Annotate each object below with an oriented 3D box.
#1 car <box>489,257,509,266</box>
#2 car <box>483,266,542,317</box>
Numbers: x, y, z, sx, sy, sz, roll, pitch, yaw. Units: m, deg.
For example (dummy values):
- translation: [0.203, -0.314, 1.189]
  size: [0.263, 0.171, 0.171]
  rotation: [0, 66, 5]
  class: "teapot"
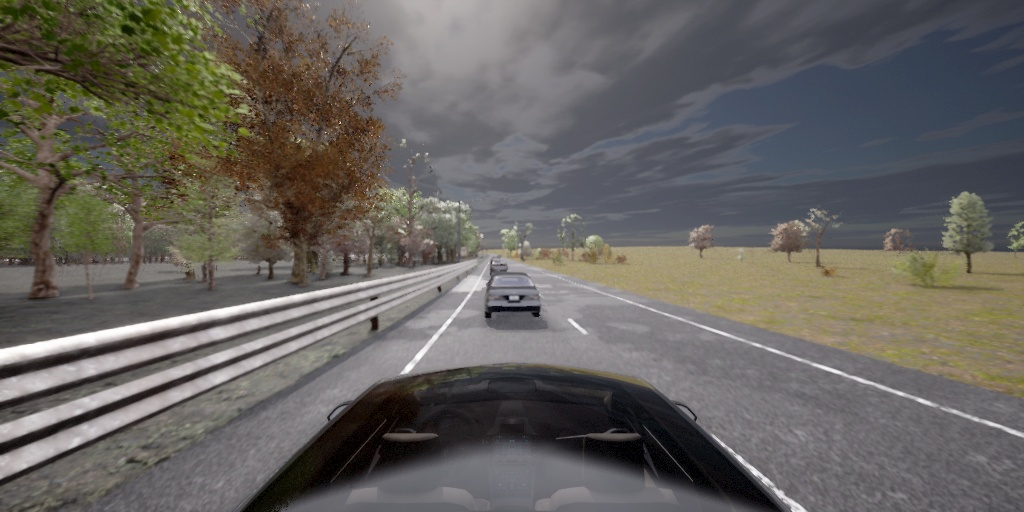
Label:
- translation: [-1.341, 1.188, 37.104]
  size: [2.128, 1.511, 4.902]
  rotation: [0, 0, -3]
  class: "car"
- translation: [-0.067, 1.285, 13.137]
  size: [2.033, 1.411, 5.357]
  rotation: [0, 0, -3]
  class: "car"
